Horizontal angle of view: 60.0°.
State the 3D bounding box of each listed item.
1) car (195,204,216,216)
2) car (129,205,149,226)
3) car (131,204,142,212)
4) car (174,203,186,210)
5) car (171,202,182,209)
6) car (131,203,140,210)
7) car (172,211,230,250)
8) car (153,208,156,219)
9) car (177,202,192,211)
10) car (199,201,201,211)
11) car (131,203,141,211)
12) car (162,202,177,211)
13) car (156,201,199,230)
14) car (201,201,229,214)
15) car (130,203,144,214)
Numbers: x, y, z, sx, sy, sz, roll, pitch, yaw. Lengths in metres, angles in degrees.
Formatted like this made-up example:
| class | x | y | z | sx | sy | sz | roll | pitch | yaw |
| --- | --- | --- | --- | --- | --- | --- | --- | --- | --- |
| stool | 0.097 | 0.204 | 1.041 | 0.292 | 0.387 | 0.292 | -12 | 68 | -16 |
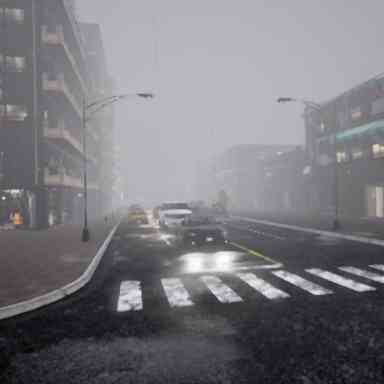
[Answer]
| class | x | y | z | sx | sy | sz | roll | pitch | yaw |
| --- | --- | --- | --- | --- | --- | --- | --- | --- | --- |
| car | 1.616 | 2.289 | 42.105 | 1.802 | 1.307 | 4.206 | -2 | -1 | -10 |
| car | -4.699 | 2.145 | 29.308 | 1.752 | 1.417 | 4.829 | -2 | -1 | -10 |
| car | -10.607 | 2.917 | 63.020 | 1.947 | 1.339 | 4.313 | -2 | -1 | -10 |
| car | -2.352 | 2.776 | 64.460 | 1.802 | 1.307 | 4.206 | -2 | -1 | -10 |
| car | -3.345 | 2.898 | 70.049 | 1.802 | 1.307 | 4.206 | -2 | -1 | -10 |
| car | -12.592 | 3.146 | 74.198 | 2.008 | 1.369 | 4.403 | -2 | -1 | -10 |
| car | 0.403 | 1.834 | 15.867 | 1.994 | 1.385 | 4.181 | -1 | -1 | -10 |
| car | -3.072 | 2.171 | 35.523 | 1.882 | 1.535 | 5.008 | -1 | -1 | -10 |
| car | -1.392 | 2.601 | 59.040 | 1.752 | 1.417 | 4.829 | -2 | -1 | -10 |
| car | -0.076 | 2.142 | 36.854 | 2.128 | 1.511 | 4.902 | -1 | -1 | -10 |
| car | -11.600 | 3.018 | 68.609 | 1.887 | 1.381 | 4.507 | -2 | -1 | -10 |
| car | -4.166 | 2.640 | 59.880 | 2.128 | 1.511 | 4.902 | -1 | -1 | -10 |
| car | -1.268 | 1.693 | 25.245 | 2.150 | 2.045 | 5.566 | -1 | -1 | -10 |
| car | 2.624 | 2.026 | 36.524 | 1.967 | 1.590 | 4.097 | -2 | -1 | -10 |
| car | -8.633 | 2.547 | 51.843 | 1.967 | 1.590 | 4.097 | -2 | -1 | -10 |
